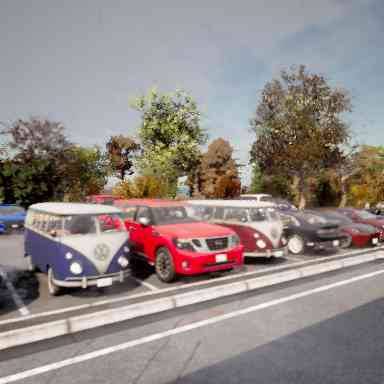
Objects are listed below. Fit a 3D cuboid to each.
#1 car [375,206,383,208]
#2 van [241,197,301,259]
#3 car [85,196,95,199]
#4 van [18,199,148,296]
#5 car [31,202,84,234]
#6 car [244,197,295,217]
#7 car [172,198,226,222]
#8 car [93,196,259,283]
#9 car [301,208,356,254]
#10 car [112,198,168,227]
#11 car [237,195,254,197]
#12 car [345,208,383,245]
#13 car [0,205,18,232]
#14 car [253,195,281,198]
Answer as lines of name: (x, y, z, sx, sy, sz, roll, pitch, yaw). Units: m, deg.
car: (8.192, 1.554, 16.864, 2.002, 1.452, 4.674, 0, 0, -35)
van: (1.345, 1.293, 11.870, 1.878, 1.987, 4.442, 0, 0, -35)
car: (-6.302, 1.266, 22.659, 2.435, 2.045, 5.566, 0, 0, -35)
van: (-3.097, 1.296, 8.725, 1.878, 1.987, 4.442, 0, 0, -35)
car: (-8.666, 1.515, 21.178, 1.946, 1.575, 5.366, 0, 0, -35)
car: (7.472, 1.382, 32.339, 2.185, 1.767, 4.553, 0, 0, -35)
car: (0.515, 1.387, 27.489, 2.185, 1.767, 4.553, 0, 0, -35)
car: (-0.876, 1.269, 10.405, 2.435, 2.045, 5.566, 0, 0, -35)
car: (3.654, 1.518, 13.640, 2.231, 1.521, 4.892, 0, 0, -35)
car: (-3.893, 1.390, 24.292, 2.185, 1.767, 4.553, 0, 0, -35)
car: (2.787, 1.385, 29.099, 2.185, 1.767, 4.553, 0, 0, -35)
car: (5.939, 1.545, 15.230, 2.163, 1.488, 4.792, 0, 0, -35)
car: (-10.732, 1.520, 19.495, 2.097, 1.535, 5.008, 0, 0, -35)
car: (5.164, 1.258, 30.778, 2.435, 2.045, 5.566, 0, 0, -35)
